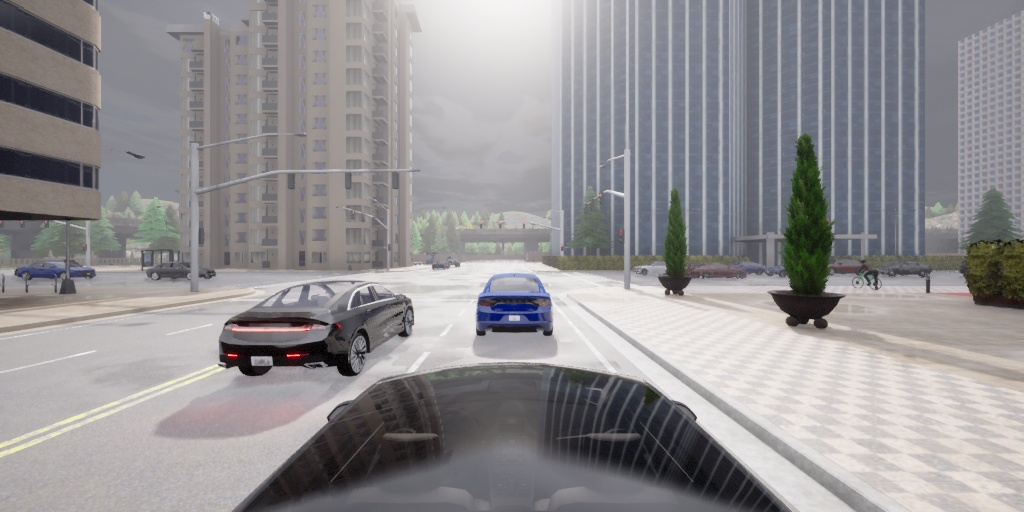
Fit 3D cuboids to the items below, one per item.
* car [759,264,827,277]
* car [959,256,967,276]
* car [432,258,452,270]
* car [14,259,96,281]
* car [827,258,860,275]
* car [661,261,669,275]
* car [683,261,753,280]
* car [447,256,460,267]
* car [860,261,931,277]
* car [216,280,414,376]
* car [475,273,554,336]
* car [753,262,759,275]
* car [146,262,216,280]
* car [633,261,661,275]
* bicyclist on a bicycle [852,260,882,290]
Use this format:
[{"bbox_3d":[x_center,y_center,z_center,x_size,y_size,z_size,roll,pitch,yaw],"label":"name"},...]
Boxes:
[{"bbox_3d":[26.906,1.276,34.420,4.674,1.442,1.812,0,0,0],"label":"car"},{"bbox_3d":[42.224,0.971,30.895,5.566,2.045,2.150,0,0,-1],"label":"car"},{"bbox_3d":[-10.633,1.351,53.547,1.895,1.301,4.718,0,0,0],"label":"car"},{"bbox_3d":[-38.018,1.228,30.043,5.008,1.535,1.882,0,0,-1],"label":"car"},{"bbox_3d":[34.351,1.102,37.997,4.553,1.767,2.097,0,0,0],"label":"car"},{"bbox_3d":[16.987,1.314,34.321,4.181,1.385,1.994,0,0,-1],"label":"car"},{"bbox_3d":[17.418,1.276,30.625,4.674,1.442,1.812,0,0,-1],"label":"car"},{"bbox_3d":[-10.602,0.971,64.221,2.150,2.045,5.566,0,0,0],"label":"car"},{"bbox_3d":[37.227,1.242,34.521,4.902,1.511,2.128,0,0,0],"label":"car"},{"bbox_3d":[-3.447,1.242,7.390,2.128,1.511,4.902,0,0,0],"label":"car"},{"bbox_3d":[0.069,1.228,10.429,1.882,1.535,5.008,0,0,0],"label":"car"},{"bbox_3d":[24.266,1.276,37.896,4.674,1.442,1.812,0,0,0],"label":"car"},{"bbox_3d":[-27.716,1.255,30.138,4.892,1.490,1.837,0,0,-1],"label":"car"},{"bbox_3d":[15.183,1.276,37.802,4.674,1.442,1.812,0,0,-1],"label":"car"},{"bbox_3d":[19.628,1.051,19.865,0.582,1.620,1.656,0,0,-1],"label":"bicyclist on a bicycle"}]
